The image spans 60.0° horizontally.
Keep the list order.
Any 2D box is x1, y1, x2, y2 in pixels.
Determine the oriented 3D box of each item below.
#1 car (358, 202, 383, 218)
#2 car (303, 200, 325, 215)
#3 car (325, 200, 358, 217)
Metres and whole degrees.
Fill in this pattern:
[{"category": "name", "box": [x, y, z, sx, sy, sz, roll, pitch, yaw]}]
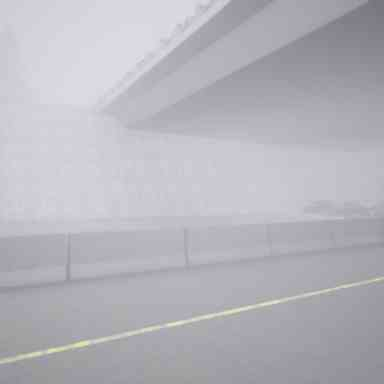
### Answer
[{"category": "car", "box": [18.197, 1.704, 31.039, 4.902, 1.511, 2.128, 1, 0, -31]}, {"category": "car", "box": [14.420, 1.686, 36.937, 4.892, 1.490, 1.837, 1, 0, -31]}, {"category": "car", "box": [16.044, 1.720, 33.827, 4.674, 1.442, 1.812, 1, 0, -31]}]
